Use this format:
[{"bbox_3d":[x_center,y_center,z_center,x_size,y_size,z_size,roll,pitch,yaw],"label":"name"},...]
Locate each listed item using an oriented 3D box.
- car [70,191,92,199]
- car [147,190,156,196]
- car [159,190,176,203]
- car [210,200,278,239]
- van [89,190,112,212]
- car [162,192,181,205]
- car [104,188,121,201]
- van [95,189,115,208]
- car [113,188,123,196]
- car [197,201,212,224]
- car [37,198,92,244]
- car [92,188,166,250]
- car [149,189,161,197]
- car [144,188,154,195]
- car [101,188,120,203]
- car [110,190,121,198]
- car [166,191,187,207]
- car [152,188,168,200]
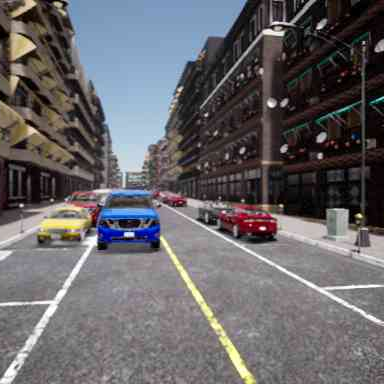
[{"bbox_3d":[-6.302,0.910,19.750,2.192,1.841,5.009,2,1,-11],"label":"car"},{"bbox_3d":[-9.875,0.241,80.925,1.802,1.307,4.206,2,1,-11],"label":"car"},{"bbox_3d":[-3.673,0.623,48.324,1.967,1.590,4.097,2,1,-11],"label":"car"},{"bbox_3d":[2.469,1.308,15.718,1.887,1.381,4.507,2,1,-11],"label":"car"},{"bbox_3d":[-8.354,0.739,30.615,1.690,1.788,3.998,2,1,-11],"label":"van"},{"bbox_3d":[-2.658,0.820,42.888,1.887,1.381,4.507,2,1,-11],"label":"car"},{"bbox_3d":[-12.456,0.340,52.351,2.192,1.841,5.009,2,1,-11],"label":"car"},{"bbox_3d":[-9.381,0.643,36.051,1.690,1.788,3.998,2,1,-11],"label":"van"},{"bbox_3d":[-17.586,-0.092,79.520,2.192,1.841,5.009,2,1,-11],"label":"car"},{"bbox_3d":[1.443,1.213,21.153,2.008,1.369,4.403,2,1,-11],"label":"car"},{"bbox_3d":[-5.253,1.225,14.151,1.752,1.417,4.829,2,1,-11],"label":"car"},{"bbox_3d":[-2.528,0.962,13.459,2.150,2.045,5.566,0,1,-11],"label":"car"},{"bbox_3d":[-7.818,0.266,70.054,1.967,1.590,4.097,2,1,-11],"label":"car"},{"bbox_3d":[-11.919,-0.185,91.792,2.192,1.841,5.009,2,0,-11],"label":"car"},{"bbox_3d":[-11.431,0.431,46.918,2.192,1.841,5.009,2,1,-11],"label":"car"},{"bbox_3d":[-14.517,0.412,63.223,1.947,1.339,4.313,2,1,-11],"label":"car"},{"bbox_3d":[-1.633,0.913,37.455,1.887,1.381,4.507,2,1,-11],"label":"car"},{"bbox_3d":[-5.762,0.316,59.183,2.192,1.841,5.009,2,1,-11],"label":"car"}]
